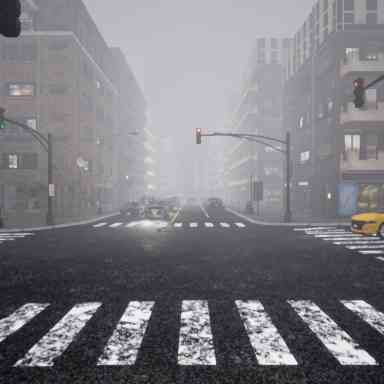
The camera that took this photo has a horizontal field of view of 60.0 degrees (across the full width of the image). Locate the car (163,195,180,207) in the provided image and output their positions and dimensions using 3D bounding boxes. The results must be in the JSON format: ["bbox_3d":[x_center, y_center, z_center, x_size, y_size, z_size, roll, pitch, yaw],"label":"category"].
[{"bbox_3d":[-3.145,1.578,49.899,1.994,1.385,4.181,0,0,0],"label":"car"}]

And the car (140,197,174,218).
[{"bbox_3d":[-3.126,1.497,30.622,2.128,1.511,4.902,0,0,1],"label":"car"}]

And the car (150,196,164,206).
[{"bbox_3d":[-5.752,1.457,54.918,1.967,1.590,4.097,0,0,0],"label":"car"}]

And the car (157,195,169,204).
[{"bbox_3d":[-5.765,1.465,66.284,1.967,1.590,4.097,0,0,0],"label":"car"}]

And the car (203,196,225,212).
[{"bbox_3d":[2.647,1.449,37.882,1.967,1.590,4.097,0,0,0],"label":"car"}]

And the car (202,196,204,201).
[{"bbox_3d":[2.641,1.451,43.565,1.967,1.590,4.097,0,0,0],"label":"car"}]

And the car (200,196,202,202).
[{"bbox_3d":[2.629,1.599,54.930,1.802,1.307,4.206,0,0,0],"label":"car"}]

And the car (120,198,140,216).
[{"bbox_3d":[-5.726,1.572,32.188,1.947,1.339,4.313,0,0,0],"label":"car"}]

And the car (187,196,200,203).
[{"bbox_3d":[-0.036,1.539,70.608,2.128,1.511,4.902,0,0,0],"label":"car"}]

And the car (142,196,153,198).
[{"bbox_3d":[-5.732,1.534,37.701,1.752,1.417,4.829,0,0,0],"label":"car"}]

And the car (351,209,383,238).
[{"bbox_3d":[10.098,1.261,15.677,5.008,1.535,1.882,-1,0,-4],"label":"car"}]

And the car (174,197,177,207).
[{"bbox_3d":[-3.144,1.610,39.921,1.895,1.301,4.718,0,0,0],"label":"car"}]

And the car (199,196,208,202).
[{"bbox_3d":[2.602,1.585,77.659,2.008,1.369,4.403,0,0,0],"label":"car"}]

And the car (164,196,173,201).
[{"bbox_3d":[-5.785,1.590,83.330,2.008,1.369,4.403,0,0,0],"label":"car"}]

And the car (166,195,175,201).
[{"bbox_3d":[-5.791,1.595,89.012,2.008,1.369,4.403,0,0,0],"label":"car"}]

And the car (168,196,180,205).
[{"bbox_3d":[-3.113,1.498,59.909,1.882,1.535,5.008,0,0,0],"label":"car"}]

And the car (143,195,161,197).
[{"bbox_3d":[-5.739,1.326,43.553,2.192,1.841,5.009,0,0,0],"label":"car"}]
